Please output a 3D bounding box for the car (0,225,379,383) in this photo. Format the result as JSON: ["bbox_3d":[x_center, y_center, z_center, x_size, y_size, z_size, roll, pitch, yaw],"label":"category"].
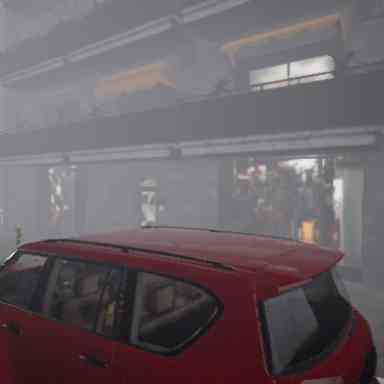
[{"bbox_3d":[-0.848,1.303,3.462,5.009,1.841,2.192,0,1,36],"label":"car"}]
